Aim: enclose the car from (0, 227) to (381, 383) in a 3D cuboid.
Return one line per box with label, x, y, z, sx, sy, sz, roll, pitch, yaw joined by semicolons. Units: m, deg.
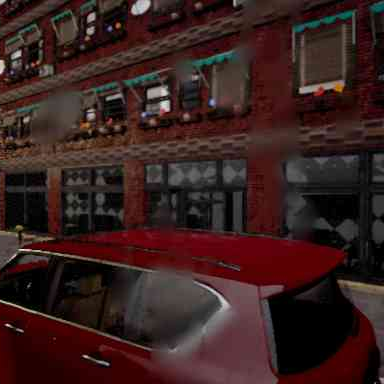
car;-0.826;1.313;3.461;5.009;1.841;2.192;0;0;35
